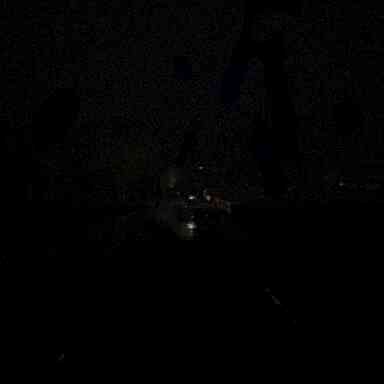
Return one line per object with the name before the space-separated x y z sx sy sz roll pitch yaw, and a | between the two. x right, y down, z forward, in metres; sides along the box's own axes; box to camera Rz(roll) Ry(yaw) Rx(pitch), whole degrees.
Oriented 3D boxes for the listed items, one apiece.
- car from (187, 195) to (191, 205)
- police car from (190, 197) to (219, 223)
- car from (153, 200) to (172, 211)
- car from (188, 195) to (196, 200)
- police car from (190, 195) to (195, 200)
car | -0.002 1.583 61.377 2.128 1.511 4.902 0 0 0
police car | 1.049 1.474 26.475 1.930 1.638 5.238 0 0 0
car | -3.575 1.631 40.906 1.994 1.385 4.181 0 0 0
car | -0.004 1.505 86.878 1.895 1.301 4.718 0 0 0
police car | 1.048 1.494 42.488 1.930 1.638 5.238 0 0 0
